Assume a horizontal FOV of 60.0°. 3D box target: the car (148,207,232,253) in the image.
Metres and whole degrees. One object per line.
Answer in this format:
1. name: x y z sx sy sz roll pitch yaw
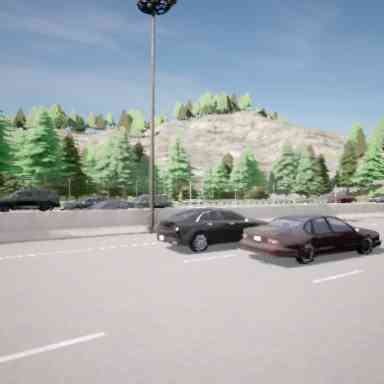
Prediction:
1. car: 0.966 1.365 13.020 4.892 1.490 1.837 0 0 -33

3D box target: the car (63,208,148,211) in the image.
1. car: -5.180 1.259 21.604 5.357 1.411 2.033 0 1 -33

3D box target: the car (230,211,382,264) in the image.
1. car: 4.137 1.454 11.331 5.357 1.411 2.033 0 1 -31

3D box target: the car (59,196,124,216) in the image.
1. car: -8.334 1.119 27.863 4.892 1.490 1.837 0 1 -33

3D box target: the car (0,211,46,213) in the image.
1. car: -14.074 0.778 28.242 5.566 2.045 2.150 0 1 -34
